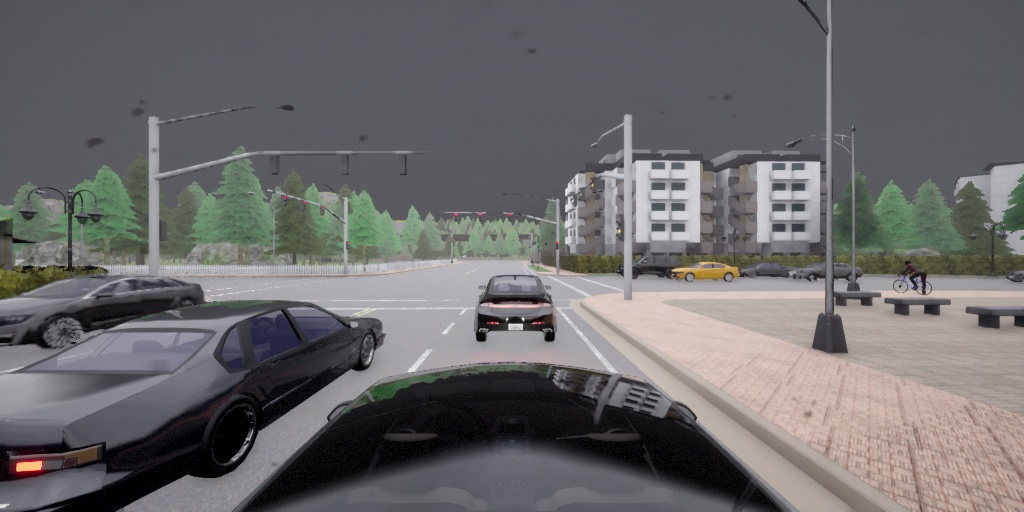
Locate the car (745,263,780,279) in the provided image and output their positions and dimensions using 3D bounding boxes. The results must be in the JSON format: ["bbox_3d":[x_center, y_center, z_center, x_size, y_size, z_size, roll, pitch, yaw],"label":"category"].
[{"bbox_3d":[22.676,1.297,32.182,5.357,1.411,2.033,0,0,1],"label":"car"}]

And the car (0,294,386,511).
[{"bbox_3d":[-3.444,1.297,4.672,2.033,1.411,5.357,0,0,1],"label":"car"}]

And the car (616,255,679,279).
[{"bbox_3d":[12.213,0.971,31.977,5.566,2.045,2.150,0,0,-2],"label":"car"}]

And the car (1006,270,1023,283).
[{"bbox_3d":[38.741,1.276,25.407,4.674,1.442,1.812,0,0,21],"label":"car"}]

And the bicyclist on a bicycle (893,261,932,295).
[{"bbox_3d":[19.391,1.051,17.395,0.582,1.620,1.656,0,0,-3],"label":"bicyclist on a bicycle"}]

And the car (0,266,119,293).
[{"bbox_3d":[-26.247,1.297,20.448,5.357,1.411,2.033,0,0,-1],"label":"car"}]

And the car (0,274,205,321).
[{"bbox_3d":[-10.520,1.241,9.172,2.128,1.511,4.902,0,0,0],"label":"car"}]

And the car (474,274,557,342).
[{"bbox_3d":[0.084,1.242,9.771,2.128,1.511,4.902,0,0,0],"label":"car"}]

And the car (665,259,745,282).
[{"bbox_3d":[15.296,1.228,28.569,5.008,1.535,1.882,0,0,-2],"label":"car"}]

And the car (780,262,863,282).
[{"bbox_3d":[24.789,1.241,28.491,4.902,1.511,2.128,0,0,4],"label":"car"}]
